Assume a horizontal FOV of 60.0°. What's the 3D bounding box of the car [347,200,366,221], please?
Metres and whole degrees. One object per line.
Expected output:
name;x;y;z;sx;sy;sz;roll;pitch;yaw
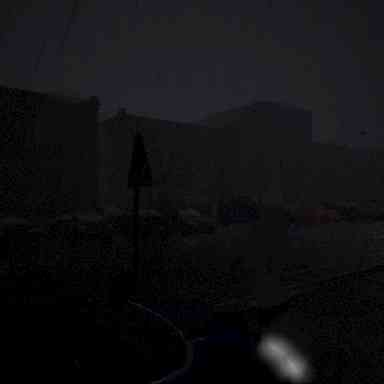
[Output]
car;10.621;1.532;26.362;2.163;1.488;4.792;0;0;-36

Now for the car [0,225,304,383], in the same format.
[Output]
car;-1.242;1.352;2.242;4.553;1.767;2.097;0;0;-35

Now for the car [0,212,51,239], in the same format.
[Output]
car;-7.386;1.535;13.399;2.002;1.452;4.674;0;0;-36

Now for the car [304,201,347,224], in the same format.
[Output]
car;8.289;1.494;24.880;1.946;1.575;5.366;0;0;-36

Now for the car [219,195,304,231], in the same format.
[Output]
car;3.935;1.239;21.493;2.435;2.045;5.566;0;0;-36

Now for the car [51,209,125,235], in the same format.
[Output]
car;-5.040;1.532;15.083;2.002;1.452;4.674;0;0;-36

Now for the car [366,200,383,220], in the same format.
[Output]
car;12.769;1.505;28.096;1.946;1.575;5.366;0;0;-36

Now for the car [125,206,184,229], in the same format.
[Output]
car;-2.798;1.490;16.688;2.097;1.535;5.008;0;0;-36

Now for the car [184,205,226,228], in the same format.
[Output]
car;-0.562;1.529;18.302;2.002;1.452;4.674;0;0;-36
